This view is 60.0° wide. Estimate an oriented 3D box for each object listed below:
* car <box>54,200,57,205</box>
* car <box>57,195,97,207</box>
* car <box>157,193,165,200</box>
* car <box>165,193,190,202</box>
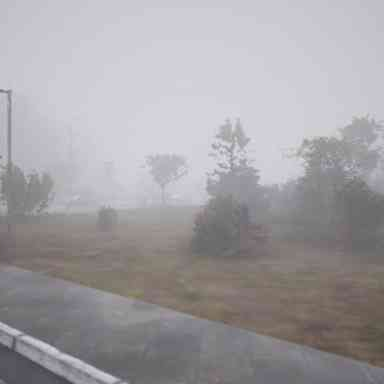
[{"bbox_3d":[-17.199,1.122,47.224,2.128,1.511,4.902,1,1,39],"label":"car"},{"bbox_3d":[-14.982,1.190,44.401,1.812,1.442,4.674,1,1,39],"label":"car"},{"bbox_3d":[-5.062,0.964,62.371,2.033,1.411,5.357,1,2,37],"label":"car"},{"bbox_3d":[-2.290,0.952,60.235,1.812,1.442,4.674,1,1,37],"label":"car"}]
